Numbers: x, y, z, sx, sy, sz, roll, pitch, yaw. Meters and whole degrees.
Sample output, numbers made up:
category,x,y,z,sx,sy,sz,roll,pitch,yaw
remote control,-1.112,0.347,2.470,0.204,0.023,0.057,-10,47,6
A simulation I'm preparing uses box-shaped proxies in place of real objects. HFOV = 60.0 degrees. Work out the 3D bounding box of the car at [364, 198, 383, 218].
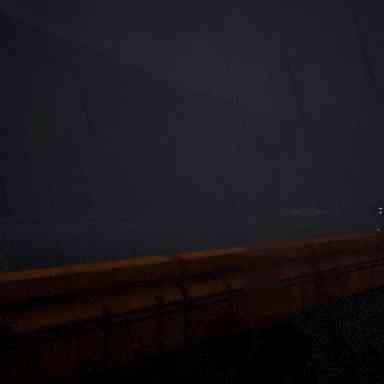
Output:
category,x,y,z,sx,sy,sz,roll,pitch,yaw
car,20.893,1.680,35.166,5.566,2.045,2.150,0,0,-23
